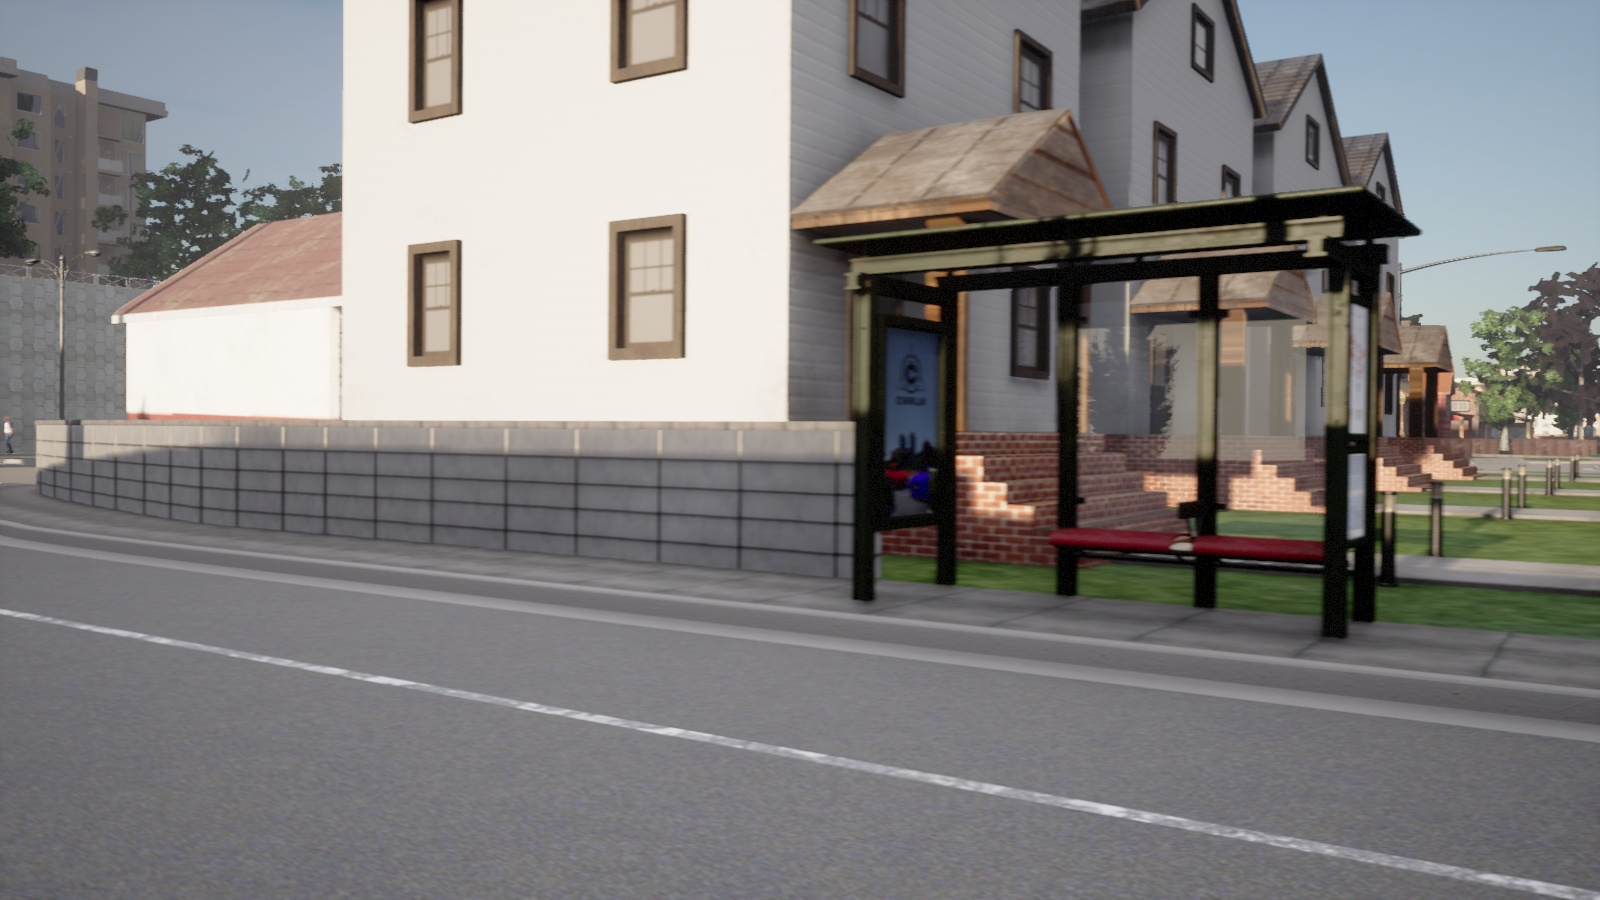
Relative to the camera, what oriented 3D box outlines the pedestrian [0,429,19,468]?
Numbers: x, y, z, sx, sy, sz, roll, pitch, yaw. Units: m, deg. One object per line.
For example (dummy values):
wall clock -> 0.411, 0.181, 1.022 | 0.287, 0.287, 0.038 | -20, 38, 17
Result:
pedestrian -> -37.786, -0.091, 60.003 | 0.354, 1.836, 0.706 | 0, 1, 32
